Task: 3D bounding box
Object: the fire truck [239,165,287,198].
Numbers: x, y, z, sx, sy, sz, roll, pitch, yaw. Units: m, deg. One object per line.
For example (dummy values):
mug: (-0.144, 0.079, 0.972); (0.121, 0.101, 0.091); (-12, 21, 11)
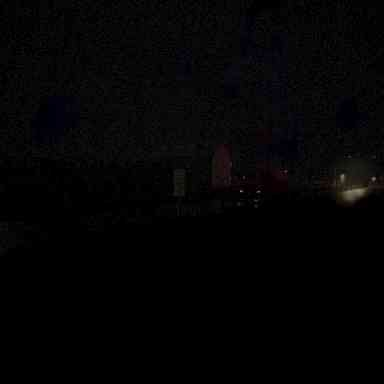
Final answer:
fire truck: (9.034, -1.357, 41.367); (2.891, 3.827, 8.468); (3, 4, 36)
